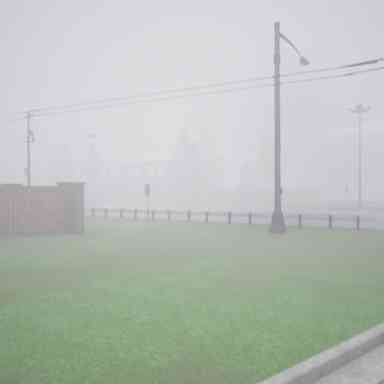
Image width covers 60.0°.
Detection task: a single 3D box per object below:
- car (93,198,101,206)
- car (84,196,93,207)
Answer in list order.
[{"bbox_3d":[-16.389,1.401,51.910,4.902,1.511,2.128,0,0,29],"label":"car"},{"bbox_3d":[-17.139,1.524,48.313,4.718,1.301,1.895,0,0,29],"label":"car"}]
